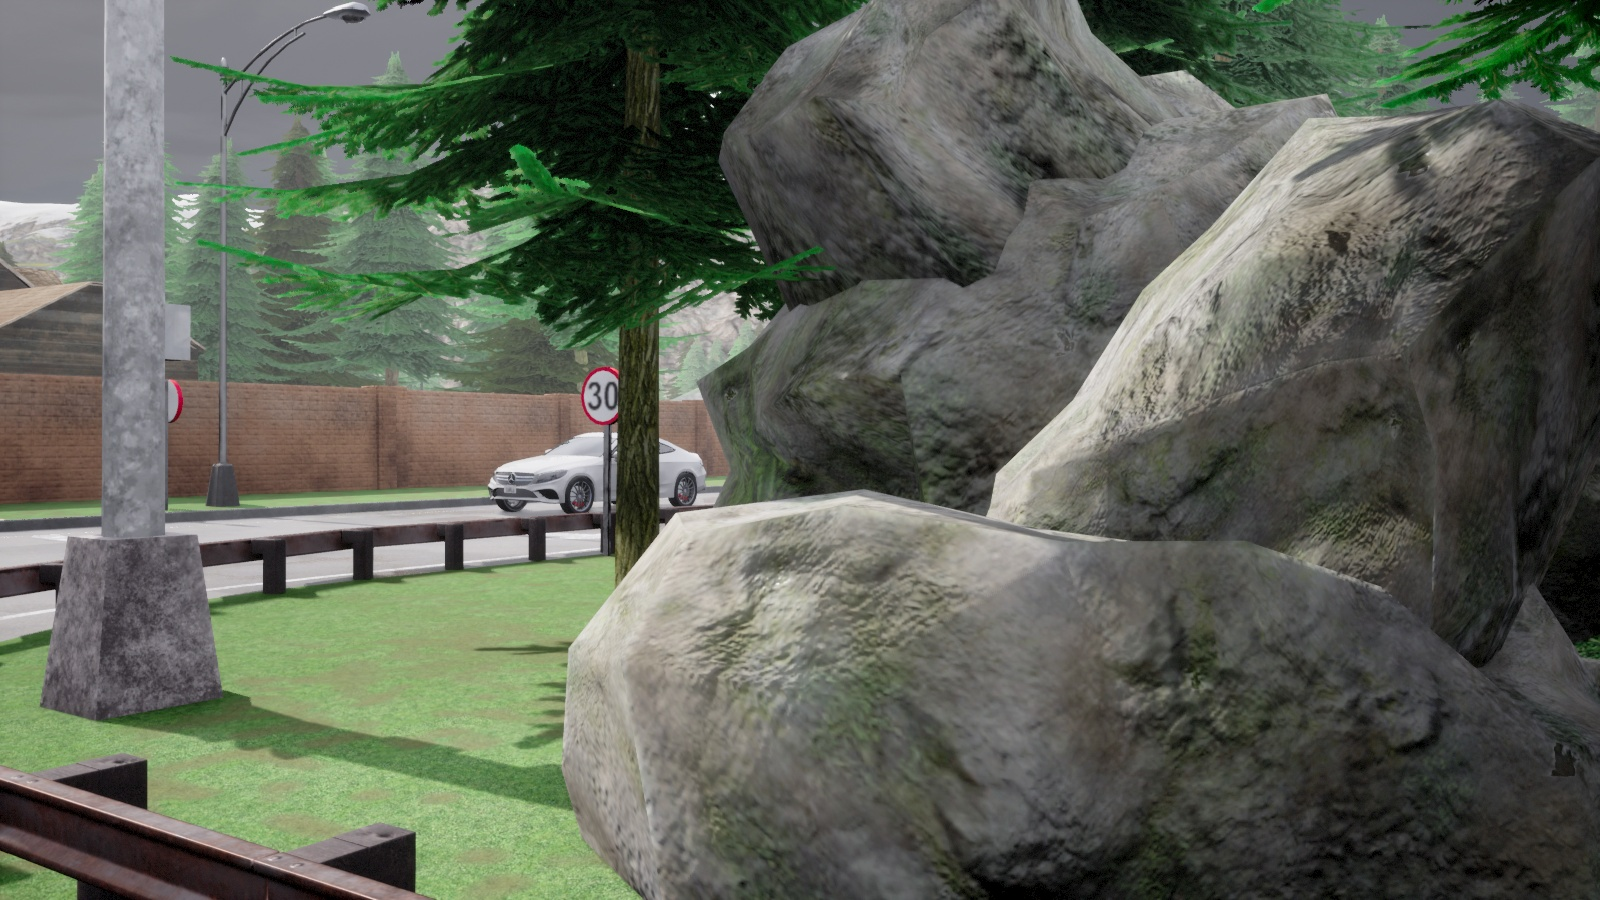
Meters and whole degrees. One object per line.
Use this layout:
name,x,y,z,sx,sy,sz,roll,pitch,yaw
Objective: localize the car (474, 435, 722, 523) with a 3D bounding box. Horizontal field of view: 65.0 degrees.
car,-3.608,0.457,23.271,1.812,1.442,4.674,0,1,34
